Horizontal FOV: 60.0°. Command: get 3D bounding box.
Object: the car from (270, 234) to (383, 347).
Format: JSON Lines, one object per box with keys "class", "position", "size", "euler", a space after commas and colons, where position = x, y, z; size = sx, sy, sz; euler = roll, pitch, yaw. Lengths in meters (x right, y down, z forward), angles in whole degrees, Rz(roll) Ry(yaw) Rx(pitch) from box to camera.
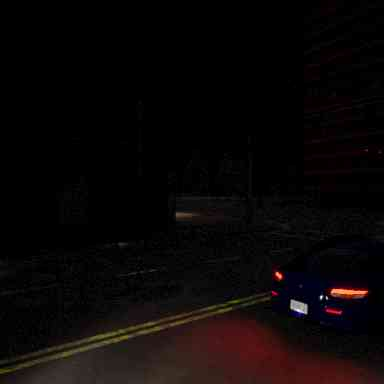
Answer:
{"class": "car", "position": [3.453, 1.526, 6.234], "size": [4.674, 1.442, 1.812], "euler": [0, 0, -35]}
